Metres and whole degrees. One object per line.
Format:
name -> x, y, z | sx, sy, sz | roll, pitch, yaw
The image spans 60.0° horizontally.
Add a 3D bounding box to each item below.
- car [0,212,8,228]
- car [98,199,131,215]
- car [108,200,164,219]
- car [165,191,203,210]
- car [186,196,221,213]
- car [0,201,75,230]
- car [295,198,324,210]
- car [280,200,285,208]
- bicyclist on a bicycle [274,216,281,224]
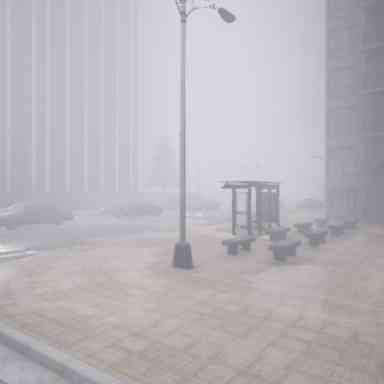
car -> -8.113, 1.530, 10.508 | 1.994, 1.385, 4.181 | 1, 0, 2
car -> -6.826, 1.454, 32.205 | 2.128, 1.511, 4.902 | 0, 0, 36
car -> -4.668, 1.577, 29.222 | 1.895, 1.301, 4.718 | 0, 0, 36
car -> -0.603, 1.186, 40.765 | 2.150, 2.045, 5.566 | 0, 0, 37
car -> 1.471, 1.483, 37.672 | 1.837, 1.490, 4.892 | 0, 0, 36
car -> -10.287, 1.522, 21.450 | 2.033, 1.411, 5.357 | 0, 0, 36
car -> 15.619, 1.558, 44.003 | 2.033, 1.411, 5.357 | 0, 0, 44
car -> 11.372, 1.557, 45.684 | 1.994, 1.385, 4.181 | 0, 0, 31
bicyclist on a bicycle -> 5.180, 1.325, 22.393 | 1.656, 1.620, 0.582 | 0, 0, 36
